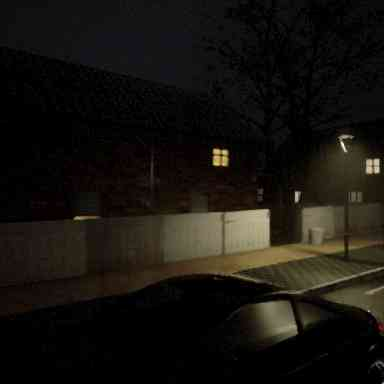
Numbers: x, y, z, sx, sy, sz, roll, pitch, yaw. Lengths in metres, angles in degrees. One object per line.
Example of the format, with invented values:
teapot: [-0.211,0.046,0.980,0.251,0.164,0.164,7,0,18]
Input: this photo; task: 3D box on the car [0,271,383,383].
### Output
car: [0.072,1.559,3.121,4.181,1.385,1.994,0,0,-35]
